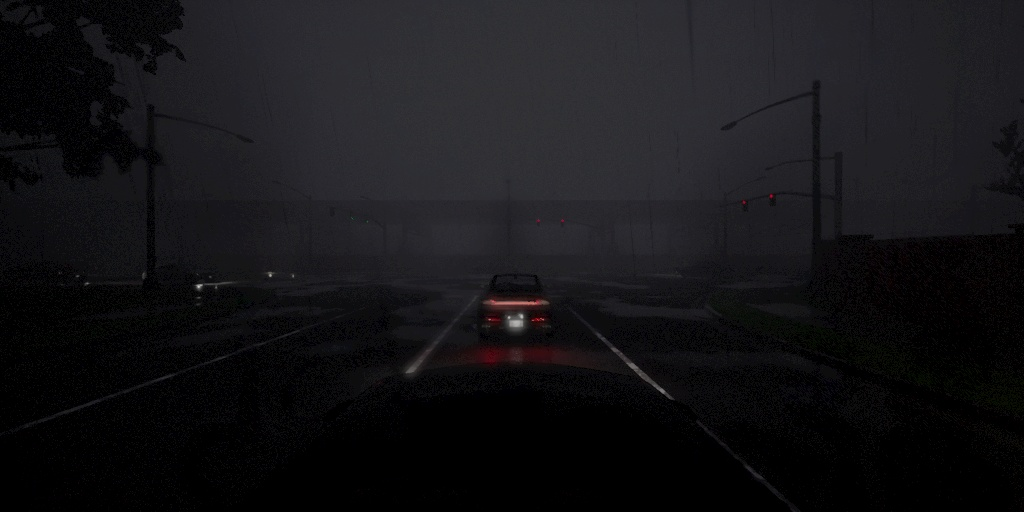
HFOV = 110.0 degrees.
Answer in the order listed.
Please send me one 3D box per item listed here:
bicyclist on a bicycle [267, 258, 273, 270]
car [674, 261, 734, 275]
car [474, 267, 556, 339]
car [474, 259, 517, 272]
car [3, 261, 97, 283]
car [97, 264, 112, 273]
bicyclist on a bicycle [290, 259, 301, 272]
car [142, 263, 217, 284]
[{"bbox_3d":[-31.583,1.050,46.803,0.582,1.620,1.656,0,0,-33],"label":"bicyclist on a bicycle"},{"bbox_3d":[19.292,1.207,36.170,5.357,1.411,2.033,-1,0,2],"label":"car"},{"bbox_3d":[0.099,1.242,10.137,2.128,1.511,4.902,0,0,0],"label":"car"},{"bbox_3d":[-1.637,1.096,36.742,4.553,1.767,2.097,0,0,2],"label":"car"},{"bbox_3d":[-35.056,1.241,26.999,4.902,1.511,2.128,0,0,2],"label":"car"},{"bbox_3d":[-49.647,1.297,41.451,5.357,1.411,2.033,0,0,2],"label":"car"},{"bbox_3d":[-27.031,1.203,44.712,0.582,1.620,1.656,0,0,14],"label":"bicyclist on a bicycle"},{"bbox_3d":[-24.683,1.276,26.673,4.674,1.442,1.812,0,0,2],"label":"car"}]
